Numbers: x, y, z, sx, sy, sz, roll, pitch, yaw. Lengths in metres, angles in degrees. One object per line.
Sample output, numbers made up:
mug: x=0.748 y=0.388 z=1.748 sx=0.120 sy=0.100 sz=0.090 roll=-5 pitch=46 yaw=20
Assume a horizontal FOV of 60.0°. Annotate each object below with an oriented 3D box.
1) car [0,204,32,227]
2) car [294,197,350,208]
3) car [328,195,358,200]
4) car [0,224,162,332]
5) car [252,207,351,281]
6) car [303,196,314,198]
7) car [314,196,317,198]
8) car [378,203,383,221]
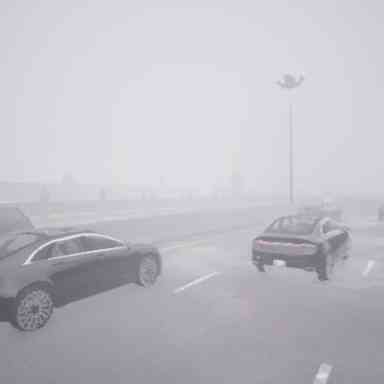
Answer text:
car: x=-9.866 y=1.474 z=15.381 sx=2.097 sy=1.767 sz=4.553 roll=-1 pitch=0 yaw=33
car: x=8.782 y=1.350 z=22.476 sx=1.837 sy=1.490 sz=4.892 roll=-1 pitch=0 yaw=41
car: x=18.924 y=1.198 z=41.304 sx=4.892 sy=1.490 sz=1.837 roll=0 pitch=-1 yaw=-35
car: x=-2.578 y=1.523 z=7.078 sx=2.128 sy=1.511 sz=4.902 roll=-1 pitch=0 yaw=32
car: x=3.409 y=1.435 z=9.856 sx=2.128 sy=1.511 sz=4.902 roll=-1 pitch=0 yaw=34
car: x=17.302 y=1.280 z=48.800 sx=5.357 sy=1.411 sz=2.033 roll=-1 pitch=0 yaw=-35
car: x=19.507 y=1.216 z=45.977 sx=4.674 sy=1.442 sz=1.812 roll=-1 pitch=0 yaw=-34
car: x=14.891 y=1.238 z=23.849 sx=2.128 sy=1.511 sz=4.902 roll=-1 pitch=0 yaw=45
